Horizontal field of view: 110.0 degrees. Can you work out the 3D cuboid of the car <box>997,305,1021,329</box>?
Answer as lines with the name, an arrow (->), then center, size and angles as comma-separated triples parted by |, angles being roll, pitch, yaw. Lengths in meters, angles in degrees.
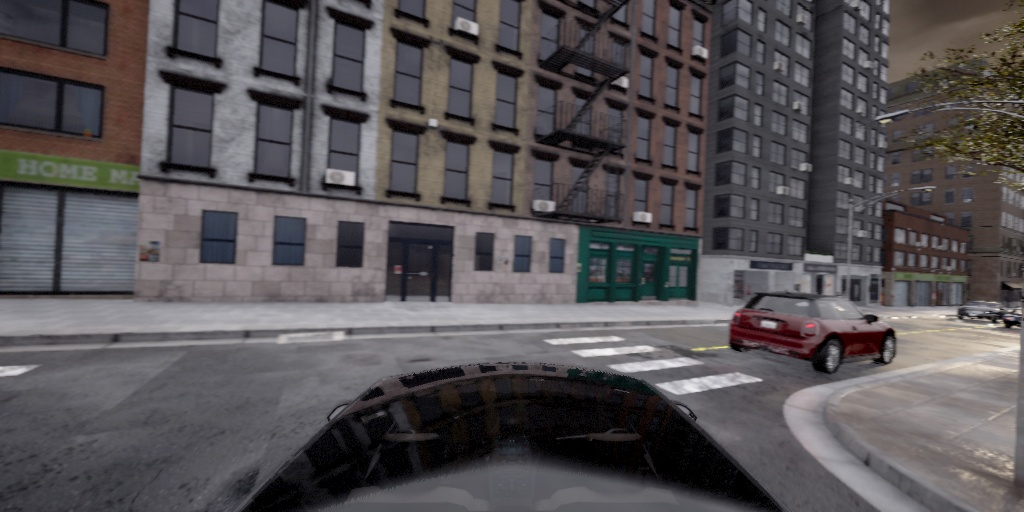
car -> 32.286, 3.952, 22.104 | 4.718, 1.301, 1.895 | 4, -1, -27

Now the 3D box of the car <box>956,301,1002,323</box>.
car -> 35.721, 4.171, 27.150 | 4.902, 1.511, 2.128 | 4, -1, -27

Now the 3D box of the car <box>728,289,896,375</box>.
car -> 7.865, 1.768, 9.354 | 4.553, 1.767, 2.097 | 4, -1, -27
